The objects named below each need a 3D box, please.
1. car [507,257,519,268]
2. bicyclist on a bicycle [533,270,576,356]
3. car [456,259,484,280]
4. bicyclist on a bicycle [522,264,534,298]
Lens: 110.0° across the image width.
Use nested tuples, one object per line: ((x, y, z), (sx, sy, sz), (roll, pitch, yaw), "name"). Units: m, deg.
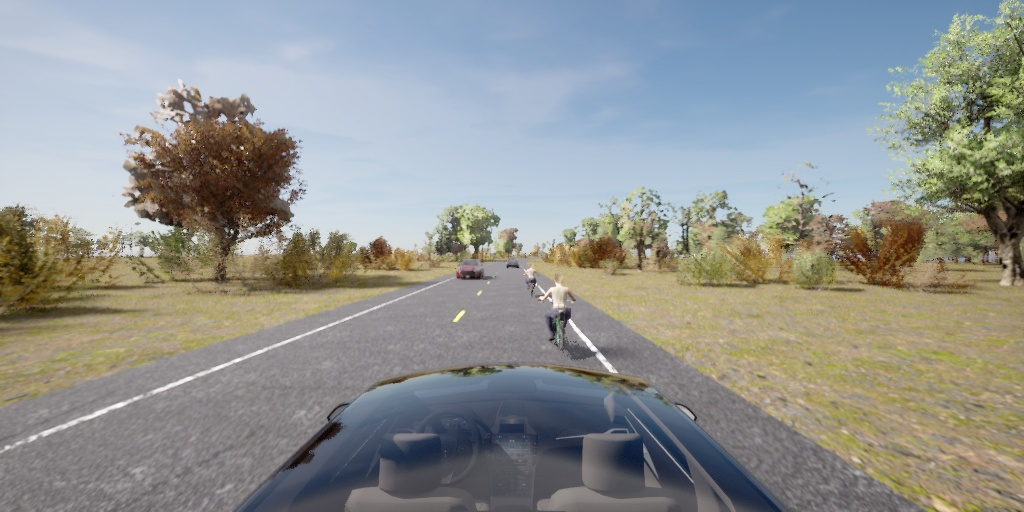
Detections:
((0.115, 1.264, 59.987), (1.994, 1.385, 4.181), (0, 0, 1), "car")
((0.987, 1.187, 7.678), (0.866, 1.612, 1.509), (0, 0, 0), "bicyclist on a bicycle")
((-3.590, 1.094, 31.265), (2.097, 1.767, 4.553), (0, 0, 0), "car")
((0.943, 1.185, 17.557), (0.866, 1.612, 1.509), (0, 0, 0), "bicyclist on a bicycle")
